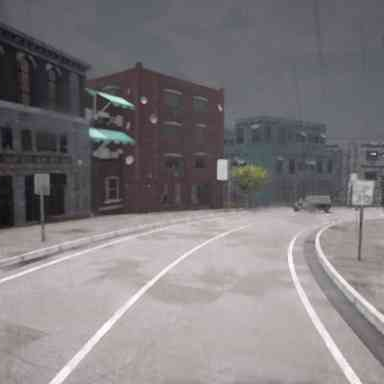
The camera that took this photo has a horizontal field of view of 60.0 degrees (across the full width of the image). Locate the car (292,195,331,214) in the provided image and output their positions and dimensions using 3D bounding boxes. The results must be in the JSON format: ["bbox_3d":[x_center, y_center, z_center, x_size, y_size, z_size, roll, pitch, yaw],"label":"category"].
[{"bbox_3d":[13.703,1.369,37.745,5.566,2.045,2.150,1,3,-41],"label":"car"}]
